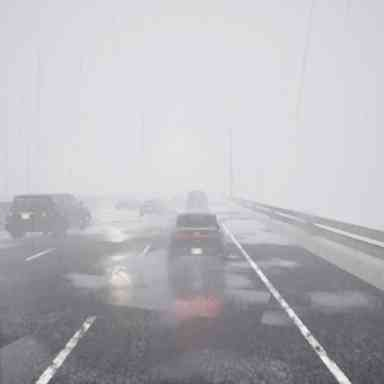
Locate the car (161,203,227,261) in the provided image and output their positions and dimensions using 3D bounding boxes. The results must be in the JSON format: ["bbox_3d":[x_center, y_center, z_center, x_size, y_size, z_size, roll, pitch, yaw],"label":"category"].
[{"bbox_3d":[0.158,1.370,11.672,1.837,1.490,4.892,0,1,0],"label":"car"}]

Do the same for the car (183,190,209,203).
[{"bbox_3d":[0.497,0.846,33.864,2.150,2.045,5.566,0,1,1],"label":"car"}]

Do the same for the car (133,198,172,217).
[{"bbox_3d":[-3.130,1.245,27.517,2.033,1.411,5.357,0,1,1],"label":"car"}]

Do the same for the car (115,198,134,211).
[{"bbox_3d":[-6.487,1.236,34.308,1.895,1.301,4.718,0,1,1],"label":"car"}]

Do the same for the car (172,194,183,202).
[{"bbox_3d":[-2.368,0.969,56.266,1.994,1.385,4.181,0,1,2],"label":"car"}]

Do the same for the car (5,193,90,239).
[{"bbox_3d":[-6.786,1.050,16.302,2.150,2.045,5.566,0,1,1],"label":"car"}]
